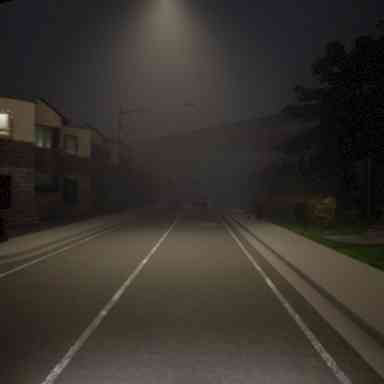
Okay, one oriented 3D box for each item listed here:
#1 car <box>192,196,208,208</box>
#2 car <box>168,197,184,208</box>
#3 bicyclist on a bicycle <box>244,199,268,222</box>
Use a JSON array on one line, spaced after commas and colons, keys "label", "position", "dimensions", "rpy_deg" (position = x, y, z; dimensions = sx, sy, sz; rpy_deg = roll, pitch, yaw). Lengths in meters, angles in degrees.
[{"label": "car", "position": [1.135, 1.320, 46.630], "dimensions": [2.097, 1.767, 4.553], "rpy_deg": [0, 0, 2]}, {"label": "car", "position": [-2.310, 1.484, 47.297], "dimensions": [1.812, 1.442, 4.674], "rpy_deg": [0, 0, 3]}, {"label": "bicyclist on a bicycle", "position": [4.407, 1.300, 22.989], "dimensions": [1.656, 1.620, 0.582], "rpy_deg": [0, 0, 1]}]
